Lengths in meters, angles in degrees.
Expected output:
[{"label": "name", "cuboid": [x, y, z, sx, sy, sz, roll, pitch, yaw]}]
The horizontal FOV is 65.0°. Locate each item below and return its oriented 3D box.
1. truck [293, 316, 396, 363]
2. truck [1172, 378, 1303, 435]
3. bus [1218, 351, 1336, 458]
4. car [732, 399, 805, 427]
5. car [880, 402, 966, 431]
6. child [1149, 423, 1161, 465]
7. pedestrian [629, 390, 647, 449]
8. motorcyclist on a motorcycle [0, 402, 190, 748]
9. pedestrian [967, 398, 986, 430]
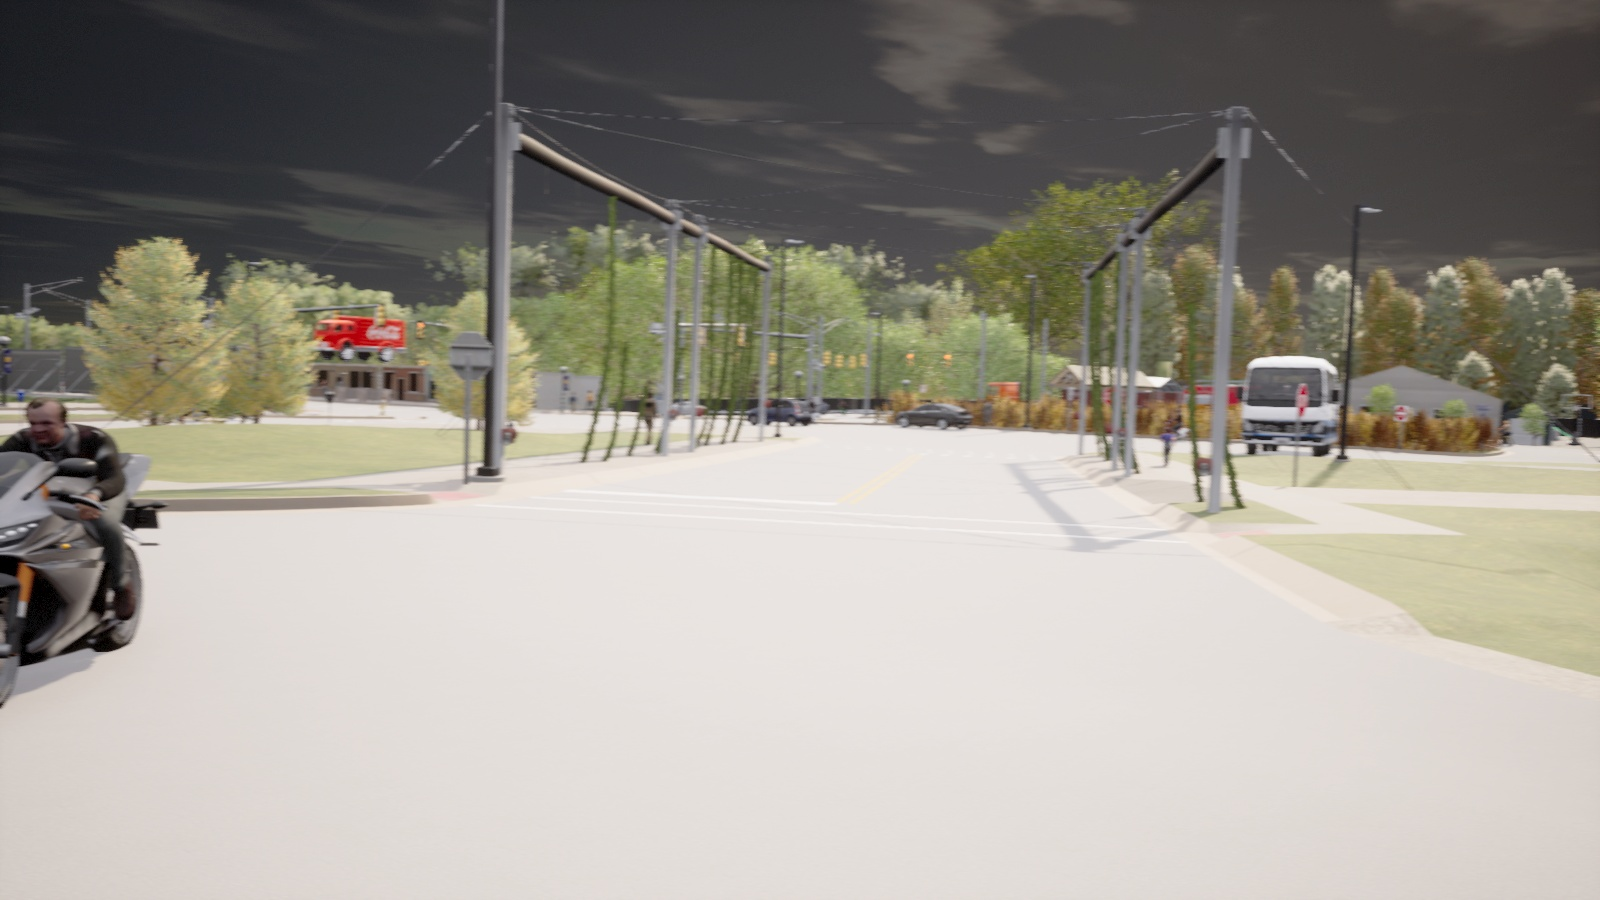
[{"label": "truck", "cuboid": [-27.339, -6.626, 75.473, 2.627, 2.467, 5.204, 6, 5, 33]}, {"label": "truck", "cuboid": [32.076, -3.269, 92.256, 8.468, 3.827, 2.891, 4, 5, 40]}, {"label": "bus", "cuboid": [21.257, -1.994, 55.517, 3.944, 4.253, 10.273, 2, 2, 25]}, {"label": "car", "cuboid": [-1.886, -2.246, 74.983, 3.988, 1.617, 1.851, 2, 3, 32]}, {"label": "car", "cuboid": [7.131, -1.981, 73.260, 4.892, 1.490, 1.837, 4, 5, 43]}, {"label": "child", "cuboid": [10.899, -0.192, 38.551, 0.270, 1.263, 0.437, 2, 4, 8]}, {"label": "pedestrian", "cuboid": [-5.365, -1.032, 41.680, 0.396, 1.930, 0.692, 2, 4, 7]}, {"label": "motorcyclist on a motorcycle", "cuboid": [-4.023, 0.521, 6.601, 0.866, 1.530, 2.191, 0, 2, -9]}, {"label": "pedestrian", "cuboid": [11.037, -2.255, 78.546, 0.659, 1.952, 0.873, -2, 5, -44]}]
